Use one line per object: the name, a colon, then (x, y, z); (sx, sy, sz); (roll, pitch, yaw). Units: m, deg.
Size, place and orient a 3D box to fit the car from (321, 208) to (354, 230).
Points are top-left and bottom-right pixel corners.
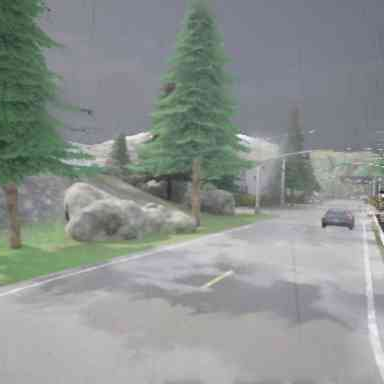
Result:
car: (10.405, 1.828, 23.669); (1.994, 1.385, 4.181); (1, 0, 27)
